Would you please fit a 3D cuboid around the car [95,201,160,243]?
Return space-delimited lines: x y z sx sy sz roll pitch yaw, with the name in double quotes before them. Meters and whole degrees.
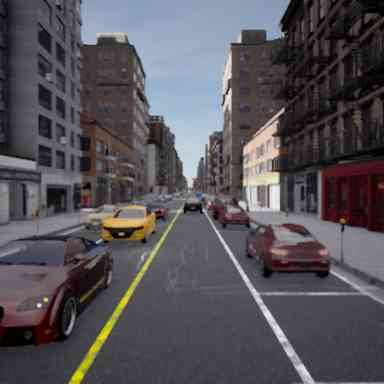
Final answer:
"car" -2.845 1.423 15.951 1.882 1.535 5.008 0 0 0

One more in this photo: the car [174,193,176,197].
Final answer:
"car" -5.399 1.249 77.996 2.008 1.369 4.403 0 0 0

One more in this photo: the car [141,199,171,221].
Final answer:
"car" -2.813 1.508 26.057 1.895 1.301 4.718 0 0 0

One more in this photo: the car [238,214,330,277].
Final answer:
"car" 2.636 1.549 9.824 1.802 1.307 4.206 0 0 0

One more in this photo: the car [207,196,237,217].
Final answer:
"car" 2.634 1.219 26.867 2.192 1.841 5.009 0 0 0

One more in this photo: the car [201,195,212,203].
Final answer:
"car" 2.629 1.334 60.955 1.947 1.339 4.313 0 0 0

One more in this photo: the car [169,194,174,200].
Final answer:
"car" -5.398 1.304 72.315 1.802 1.307 4.206 0 0 0

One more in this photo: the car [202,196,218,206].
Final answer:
"car" 2.630 1.365 49.592 2.008 1.369 4.403 0 0 0

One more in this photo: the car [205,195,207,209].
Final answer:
"car" 2.632 1.299 38.230 1.967 1.590 4.097 0 0 0

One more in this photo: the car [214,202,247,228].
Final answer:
"car" 2.634 1.509 21.187 1.802 1.307 4.206 0 0 0

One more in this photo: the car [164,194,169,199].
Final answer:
"car" -5.396 1.231 55.269 1.967 1.590 4.097 0 0 0

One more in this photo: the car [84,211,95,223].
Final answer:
"car" -5.391 1.452 21.009 1.752 1.417 4.829 0 0 0

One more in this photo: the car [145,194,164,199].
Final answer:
"car" -5.394 1.151 43.905 2.192 1.841 5.009 0 0 0

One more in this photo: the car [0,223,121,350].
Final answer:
"car" -2.847 1.543 6.305 1.994 1.385 4.181 0 0 0

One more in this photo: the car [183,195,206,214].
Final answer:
"car" 0.103 1.354 33.854 1.882 1.535 5.008 0 0 0

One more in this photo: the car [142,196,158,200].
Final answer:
"car" -5.393 1.424 38.224 1.947 1.339 4.313 0 0 0

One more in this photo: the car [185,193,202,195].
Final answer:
"car" 0.091 1.314 47.200 2.128 1.511 4.902 0 0 0

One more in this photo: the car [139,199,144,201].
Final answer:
"car" -5.391 1.470 26.861 1.947 1.339 4.313 0 0 0
